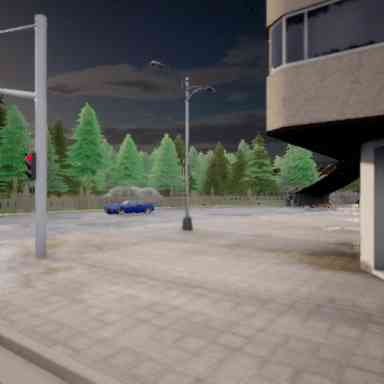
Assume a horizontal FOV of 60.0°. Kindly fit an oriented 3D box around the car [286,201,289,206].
[{"bbox_3d":[15.596,1.441,46.341,4.902,1.511,2.128,0,0,-9],"label":"car"}]

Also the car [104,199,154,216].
[{"bbox_3d":[-5.915,1.427,31.612,5.008,1.535,1.882,0,0,-45],"label":"car"}]

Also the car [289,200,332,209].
[{"bbox_3d":[15.458,1.300,42.752,4.553,1.767,2.097,0,0,-10],"label":"car"}]

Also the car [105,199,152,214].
[{"bbox_3d":[-6.763,1.476,35.646,4.674,1.442,1.812,0,0,-40],"label":"car"}]
